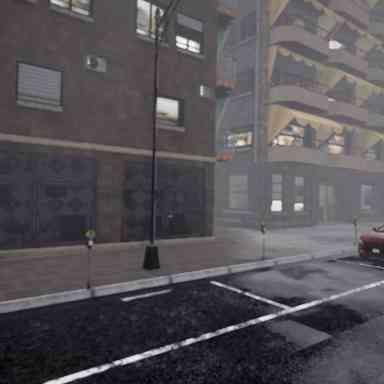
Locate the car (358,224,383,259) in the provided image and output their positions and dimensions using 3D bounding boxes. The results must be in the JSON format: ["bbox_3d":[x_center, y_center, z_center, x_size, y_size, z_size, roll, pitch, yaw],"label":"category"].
[{"bbox_3d":[7.892,1.723,12.280,4.507,1.381,1.887,1,0,-36],"label":"car"}]
